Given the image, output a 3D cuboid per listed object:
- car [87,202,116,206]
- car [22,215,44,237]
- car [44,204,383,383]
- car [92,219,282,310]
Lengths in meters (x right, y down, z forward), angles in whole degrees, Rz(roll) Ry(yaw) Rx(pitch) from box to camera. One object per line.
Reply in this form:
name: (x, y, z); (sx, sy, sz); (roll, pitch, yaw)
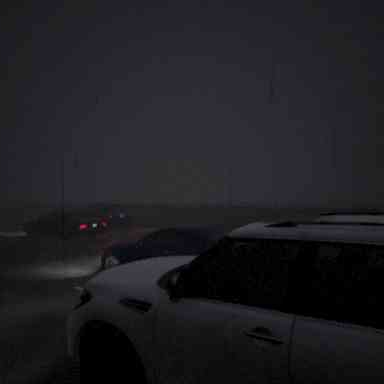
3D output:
car: (-5.935, 1.482, 21.112); (4.553, 1.767, 2.097); (-1, 0, 35)
car: (-6.702, 1.666, 17.362); (5.357, 1.411, 2.033); (-1, 0, 35)
car: (1.192, 1.228, 3.141); (5.566, 2.045, 2.150); (0, 0, 35)
car: (-0.298, 1.565, 8.500); (4.674, 1.442, 1.812); (-1, 0, 35)
